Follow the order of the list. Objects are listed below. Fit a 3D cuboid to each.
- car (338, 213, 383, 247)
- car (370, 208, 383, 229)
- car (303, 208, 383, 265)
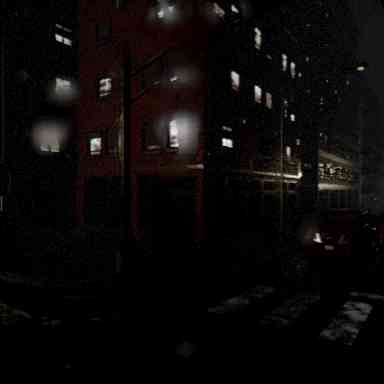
[{"bbox_3d":[9.339,1.924,17.852,1.887,1.381,4.507,-1,-2,35],"label":"car"},{"bbox_3d":[15.830,2.107,27.006,1.752,1.417,4.829,-1,-2,35],"label":"car"},{"bbox_3d":[6.045,1.591,13.212,2.192,1.841,5.009,-1,-2,35],"label":"car"}]
